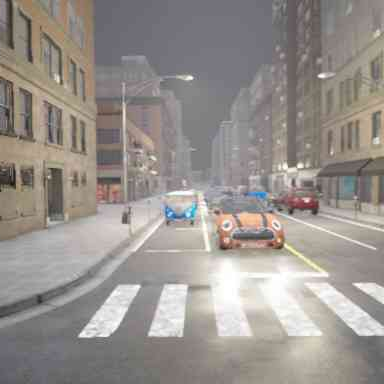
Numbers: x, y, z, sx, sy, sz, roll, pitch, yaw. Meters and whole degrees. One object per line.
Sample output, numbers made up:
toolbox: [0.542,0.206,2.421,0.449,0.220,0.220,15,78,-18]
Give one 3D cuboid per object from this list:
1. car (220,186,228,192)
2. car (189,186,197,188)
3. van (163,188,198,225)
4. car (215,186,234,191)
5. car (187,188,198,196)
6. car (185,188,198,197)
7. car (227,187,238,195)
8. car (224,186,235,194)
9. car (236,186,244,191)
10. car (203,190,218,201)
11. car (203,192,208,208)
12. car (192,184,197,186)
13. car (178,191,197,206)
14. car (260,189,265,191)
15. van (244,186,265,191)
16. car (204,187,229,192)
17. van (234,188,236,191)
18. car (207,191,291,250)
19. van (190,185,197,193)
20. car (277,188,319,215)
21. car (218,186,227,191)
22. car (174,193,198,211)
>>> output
car: [8.510,-0.827,89.156,1.752,1.417,4.829,-1,1,1]
car: [-0.127,0.227,51.117,1.752,1.417,4.829,-1,1,1]
van: [-0.641,0.857,18.858,1.690,1.788,3.998,-1,1,1]
car: [5.308,-0.069,53.500,2.097,1.767,4.553,-1,1,1]
car: [0.047,-0.010,62.095,1.947,1.339,4.313,-1,1,1]
car: [-0.039,0.111,56.690,2.008,1.369,4.403,-1,1,1]
car: [8.193,-0.282,67.541,1.752,1.417,4.829,-1,1,1]
car: [8.269,-0.499,72.772,1.967,1.590,4.097,-1,1,1]
car: [7.871,0.059,45.750,2.192,1.841,5.009,-1,1,1]
car: [2.376,0.458,43.755,1.895,1.301,4.718,-1,1,1]
car: [1.994,0.952,22.065,2.033,1.411,5.357,-1,1,-1]
car: [0.130,-0.398,67.492,2.192,1.841,5.009,-1,1,1]
car: [-0.381,0.651,35.075,1.887,1.381,4.507,-1,1,1]
car: [7.636,0.703,29.544,2.008,1.369,4.403,-1,1,1]
van: [7.792,0.221,40.347,1.690,1.788,3.998,-1,1,1]
car: [2.192,0.622,32.389,1.882,1.535,5.008,-1,1,2]
van: [7.951,-0.052,51.155,1.690,1.788,3.998,-1,1,1]
car: [1.868,0.999,12.433,2.097,1.767,4.553,-1,1,-1]
van: [0.387,-0.781,83.704,1.690,1.788,3.998,-1,1,1]
car: [7.554,0.604,24.134,2.192,1.841,5.009,-1,1,1]
car: [8.587,-0.933,94.391,2.008,1.369,4.403,-1,1,1]
car: [-0.467,0.809,29.672,1.947,1.339,4.313,-1,1,1]
